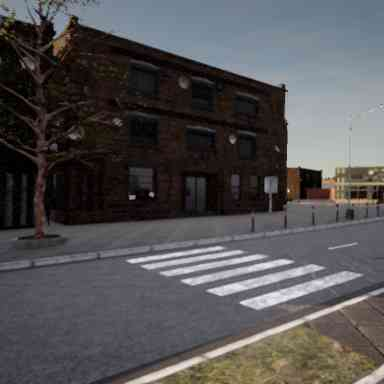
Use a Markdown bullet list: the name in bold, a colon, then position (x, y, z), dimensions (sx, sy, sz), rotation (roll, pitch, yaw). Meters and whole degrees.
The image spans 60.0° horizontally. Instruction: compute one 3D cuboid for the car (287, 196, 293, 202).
- **car**: position (22.013, 1.755, 77.859), dimensions (2.163, 1.488, 4.792), rotation (1, -1, 43)
